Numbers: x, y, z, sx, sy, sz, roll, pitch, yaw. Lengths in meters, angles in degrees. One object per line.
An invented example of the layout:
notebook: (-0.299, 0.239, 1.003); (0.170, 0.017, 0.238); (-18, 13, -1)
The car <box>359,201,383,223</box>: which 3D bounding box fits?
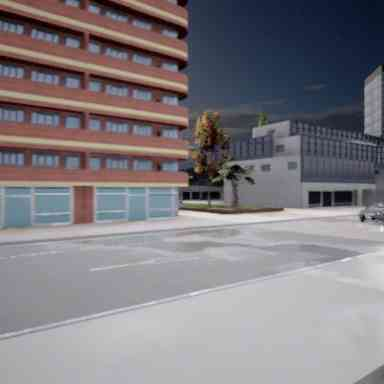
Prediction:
car: (13.801, 1.420, 23.656); (4.902, 1.511, 2.128); (0, 0, -35)
